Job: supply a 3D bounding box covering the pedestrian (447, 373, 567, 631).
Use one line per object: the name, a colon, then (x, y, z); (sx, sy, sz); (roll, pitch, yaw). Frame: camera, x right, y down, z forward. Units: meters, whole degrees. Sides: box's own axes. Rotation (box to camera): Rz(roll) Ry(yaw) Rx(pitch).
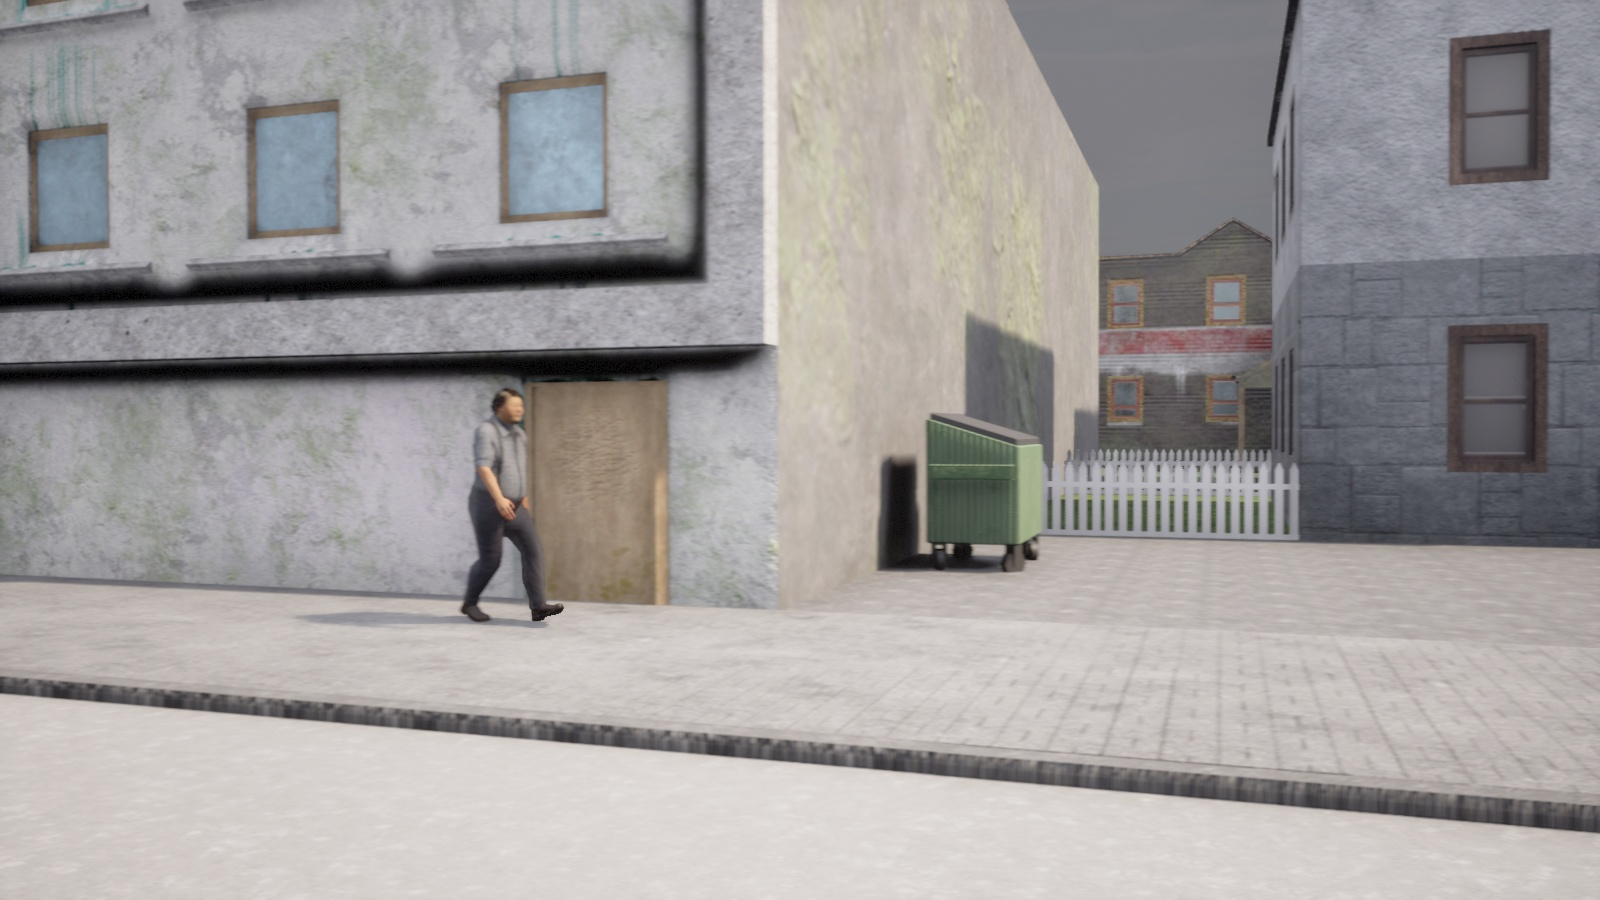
pedestrian: (-2.193, 0.368, 9.416); (0.694, 1.848, 0.540); (1, 1, 31)
